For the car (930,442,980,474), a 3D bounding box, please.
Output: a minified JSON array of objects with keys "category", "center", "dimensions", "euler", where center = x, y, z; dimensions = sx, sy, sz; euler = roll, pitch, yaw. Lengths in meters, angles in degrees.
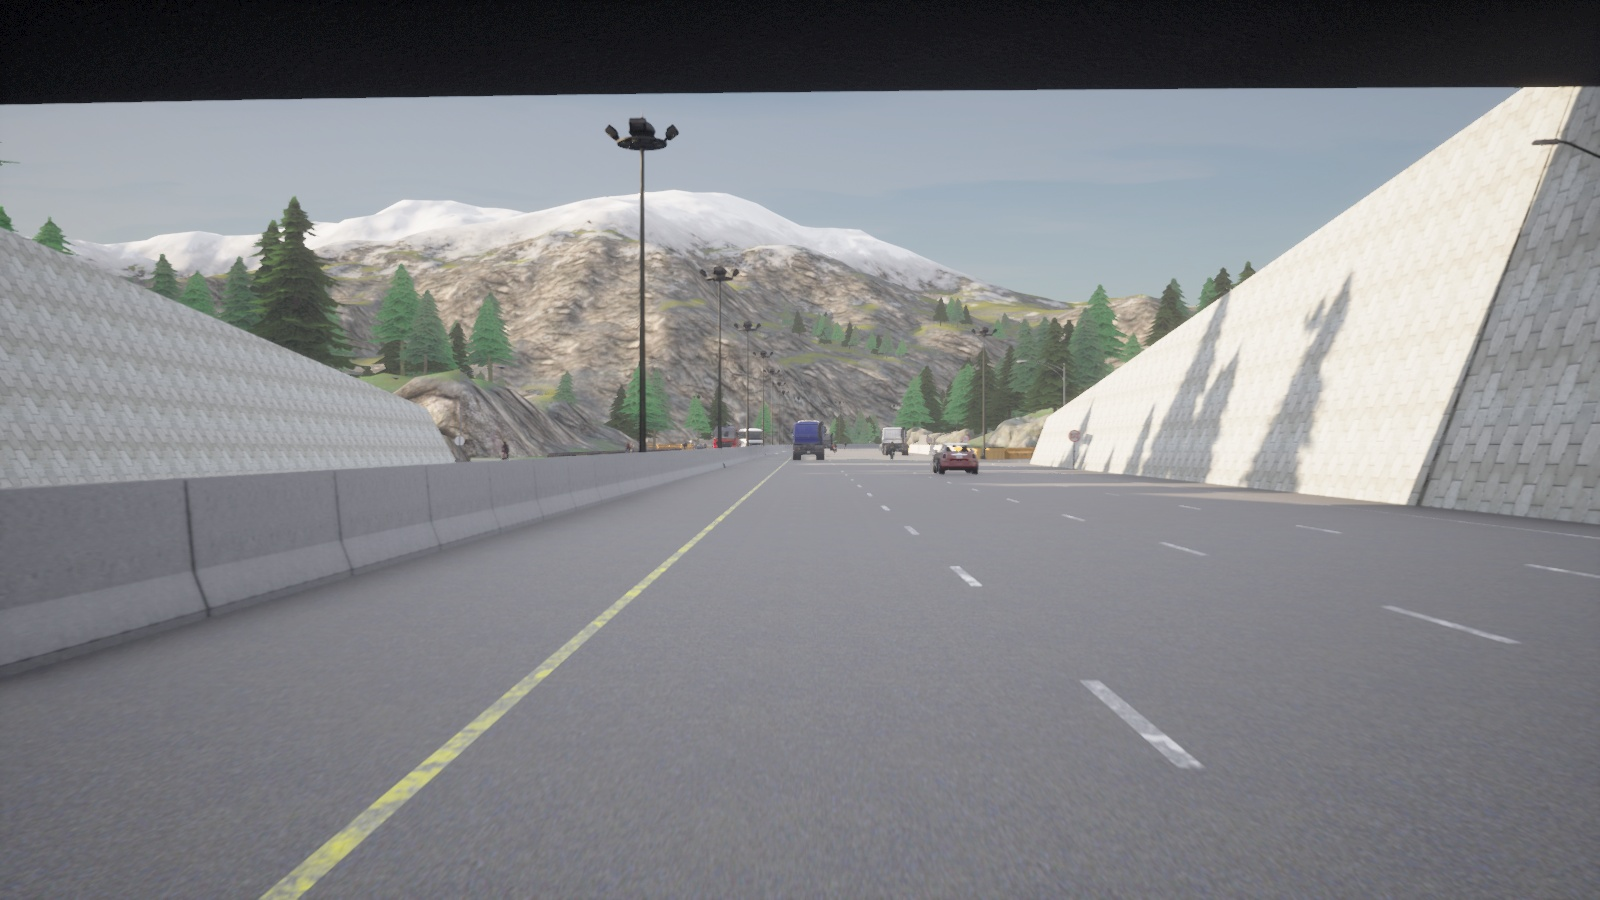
[{"category":"car","center":[7.416,0.378,60.352],"dimensions":[1.970,1.475,3.806],"euler":[0,0,0]}]
